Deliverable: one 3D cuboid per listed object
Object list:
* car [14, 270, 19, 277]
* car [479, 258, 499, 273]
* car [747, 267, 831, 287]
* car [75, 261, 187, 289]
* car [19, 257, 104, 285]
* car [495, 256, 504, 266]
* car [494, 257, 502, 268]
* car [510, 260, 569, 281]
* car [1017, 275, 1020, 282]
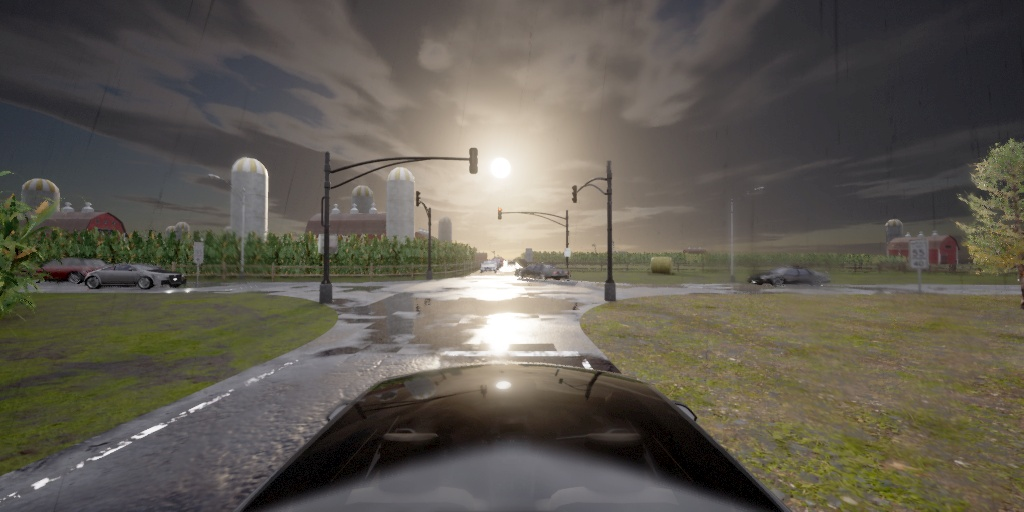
[{"bbox_3d":[-30.816,1.077,19.547,4.718,1.301,1.895,0,-1,-3],"label":"car"},{"bbox_3d":[-2.799,1.314,43.446,1.812,1.442,4.674,0,0,-1],"label":"car"},{"bbox_3d":[20.403,1.541,26.461,5.357,1.411,2.033,1,-1,-4],"label":"car"},{"bbox_3d":[-20.965,1.118,20.094,4.181,1.385,1.994,0,-1,-3],"label":"car"},{"bbox_3d":[-28.996,0.920,23.353,4.553,1.767,2.097,0,-1,-3],"label":"car"},{"bbox_3d":[-2.863,1.298,62.624,1.882,1.535,5.008,0,0,0],"label":"car"},{"bbox_3d":[-2.850,1.328,52.604,1.812,1.442,4.674,0,0,0],"label":"car"},{"bbox_3d":[2.454,1.346,30.775,2.033,1.411,5.357,1,0,-36],"label":"car"},{"bbox_3d":[43.428,1.435,28.174,5.566,2.045,2.150,1,-1,-4],"label":"car"}]
